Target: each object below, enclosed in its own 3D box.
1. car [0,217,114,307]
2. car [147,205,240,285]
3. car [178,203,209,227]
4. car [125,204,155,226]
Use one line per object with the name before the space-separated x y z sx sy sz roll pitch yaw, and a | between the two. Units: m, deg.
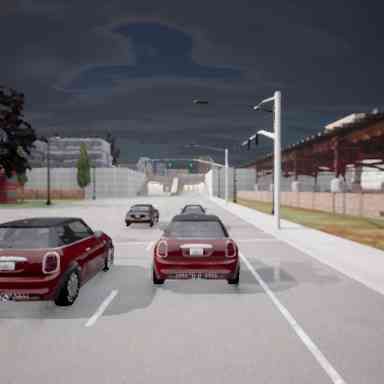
car | -3.405 1.385 8.229 2.097 1.767 4.553 0 0 0
car | 0.101 1.390 9.751 2.097 1.767 4.553 0 0 0
car | 0.103 1.576 23.522 1.994 1.385 4.181 0 0 0
car | -3.397 1.559 23.310 2.033 1.411 5.357 0 0 0
